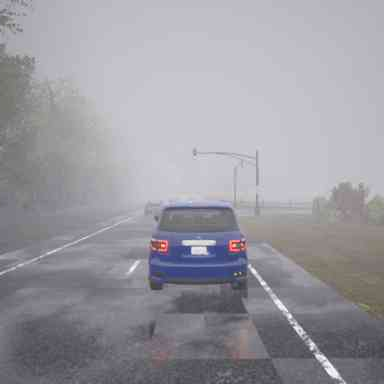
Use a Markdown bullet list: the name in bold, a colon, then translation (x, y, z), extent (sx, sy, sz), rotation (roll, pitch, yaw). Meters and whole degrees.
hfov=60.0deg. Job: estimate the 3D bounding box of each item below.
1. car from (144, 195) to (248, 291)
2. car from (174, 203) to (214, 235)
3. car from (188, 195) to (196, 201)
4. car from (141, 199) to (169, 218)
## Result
- **car**: translation (0.107, 1.224, 9.133), extent (2.150, 2.045, 5.566), rotation (0, 0, -1)
- **car**: translation (0.112, 1.495, 19.899), extent (2.128, 1.511, 4.902), rotation (0, 0, 0)
- **car**: translation (0.020, 1.532, 85.084), extent (2.033, 1.411, 5.357), rotation (0, 0, 0)
- **car**: translation (-3.392, 1.497, 31.763), extent (2.128, 1.511, 4.902), rotation (0, 0, 0)
